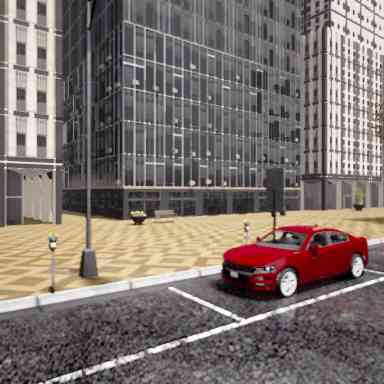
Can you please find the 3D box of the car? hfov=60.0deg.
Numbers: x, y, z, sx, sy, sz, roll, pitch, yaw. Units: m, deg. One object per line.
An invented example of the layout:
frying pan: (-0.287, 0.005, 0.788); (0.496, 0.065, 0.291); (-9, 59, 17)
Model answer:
car: (2.739, 1.548, 8.517); (4.507, 1.381, 1.887); (0, 0, -36)
